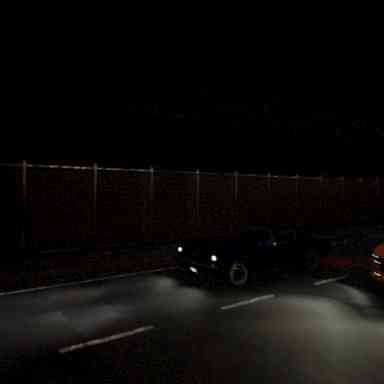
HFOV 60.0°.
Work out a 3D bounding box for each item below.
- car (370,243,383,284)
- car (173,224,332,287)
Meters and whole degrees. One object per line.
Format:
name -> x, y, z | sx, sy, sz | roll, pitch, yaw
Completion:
car -> 6.514, 1.506, 8.526 | 5.008, 1.535, 1.882 | 0, 0, -35
car -> 1.854, 1.620, 9.518 | 4.718, 1.301, 1.895 | 0, 0, -35
